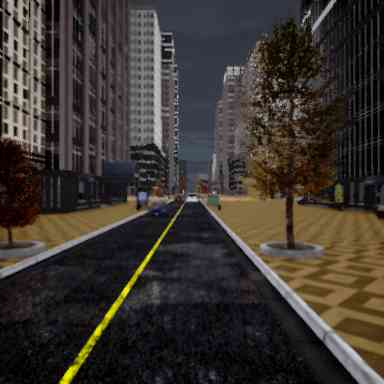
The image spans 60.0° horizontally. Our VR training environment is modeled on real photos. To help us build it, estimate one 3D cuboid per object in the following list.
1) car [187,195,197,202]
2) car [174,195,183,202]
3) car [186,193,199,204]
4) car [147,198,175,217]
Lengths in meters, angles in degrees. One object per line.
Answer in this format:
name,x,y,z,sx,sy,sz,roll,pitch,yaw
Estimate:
car,0.027,1.372,71.949,2.033,1.411,5.357,0,0,0
car,-2.972,1.337,72.831,1.882,1.535,5.008,0,0,0
car,0.023,1.192,60.553,2.150,2.045,5.566,0,0,0
car,-3.085,1.533,31.689,2.033,1.411,5.357,0,0,0
